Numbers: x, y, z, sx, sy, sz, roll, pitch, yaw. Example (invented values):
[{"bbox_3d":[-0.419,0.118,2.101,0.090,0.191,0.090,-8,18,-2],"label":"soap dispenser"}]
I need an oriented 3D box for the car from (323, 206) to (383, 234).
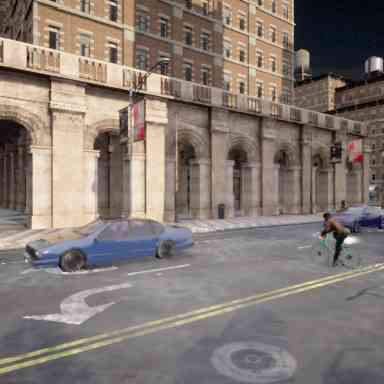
[{"bbox_3d":[9.588,1.525,19.295,4.674,1.442,1.812,0,0,-35],"label":"car"}]

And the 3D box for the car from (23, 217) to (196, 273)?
[{"bbox_3d":[-2.444,1.547,10.838,5.357,1.411,2.033,0,0,-35],"label":"car"}]

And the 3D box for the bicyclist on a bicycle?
[{"bbox_3d":[4.246,1.455,10.003,0.582,1.620,1.656,0,-2,-35],"label":"bicyclist on a bicycle"}]
